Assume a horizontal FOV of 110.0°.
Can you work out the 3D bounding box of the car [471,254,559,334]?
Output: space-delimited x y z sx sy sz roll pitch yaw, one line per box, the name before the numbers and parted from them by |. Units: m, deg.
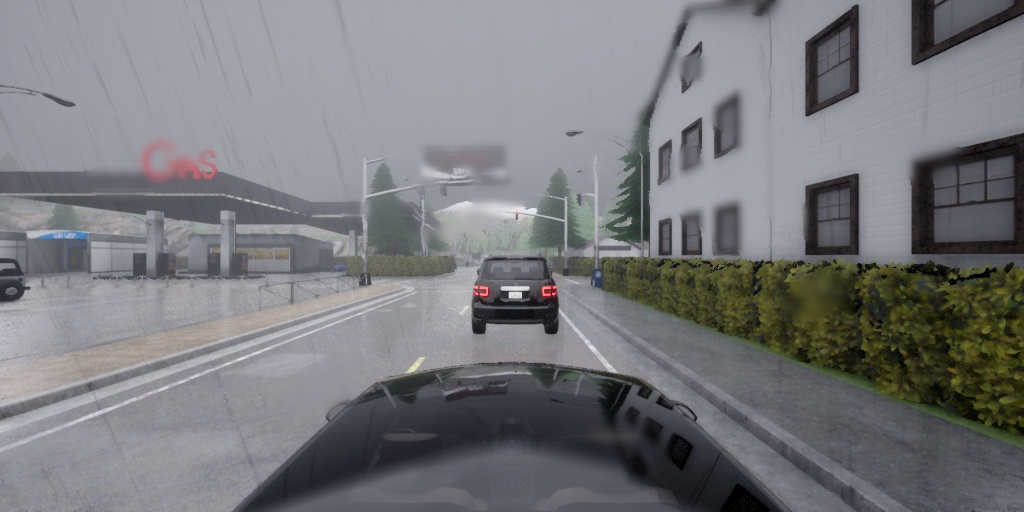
car | 0.087 0.971 10.724 2.150 2.045 5.566 0 0 0
